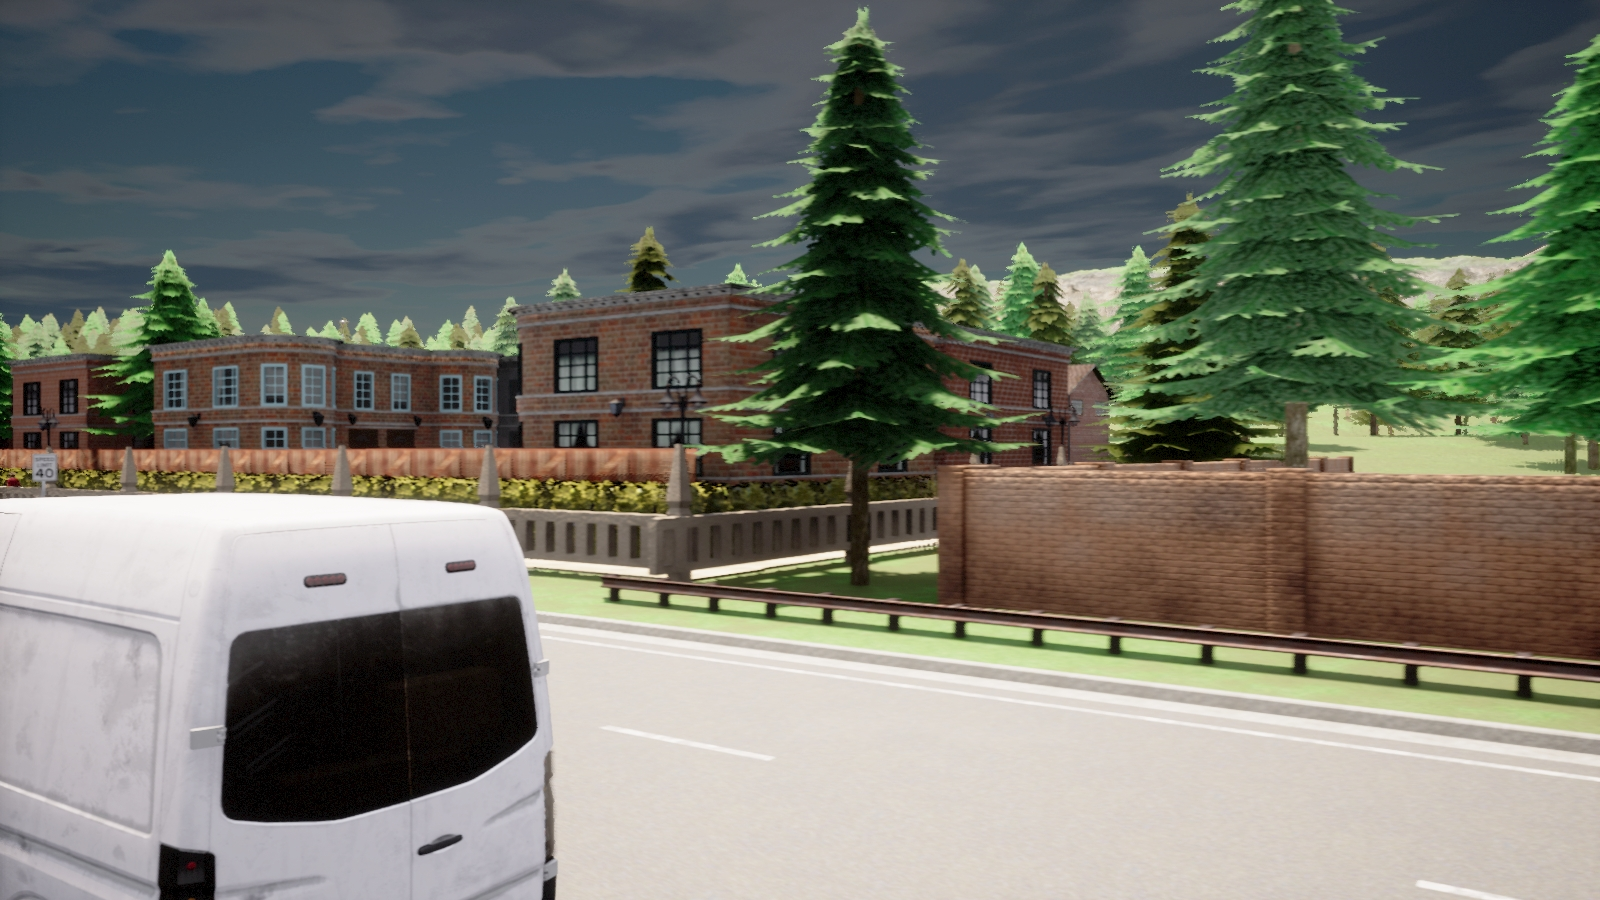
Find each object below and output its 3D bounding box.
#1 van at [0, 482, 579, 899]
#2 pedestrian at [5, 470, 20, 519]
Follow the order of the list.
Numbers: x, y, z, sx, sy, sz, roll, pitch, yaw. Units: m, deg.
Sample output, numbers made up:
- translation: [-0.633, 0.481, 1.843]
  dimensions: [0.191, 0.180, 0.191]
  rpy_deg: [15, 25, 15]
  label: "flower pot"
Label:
- translation: [-4.115, 1.539, 6.659]
  dimensions: [5.915, 2.561, 1.988]
  rpy_deg: [0, 0, 35]
  label: "van"
- translation: [-30.513, 1.725, 44.271]
  dimensions: [0.375, 1.860, 0.375]
  rpy_deg: [0, 0, 35]
  label: "pedestrian"
